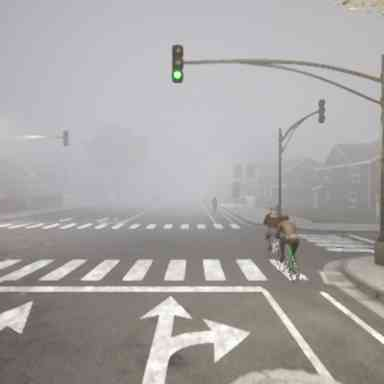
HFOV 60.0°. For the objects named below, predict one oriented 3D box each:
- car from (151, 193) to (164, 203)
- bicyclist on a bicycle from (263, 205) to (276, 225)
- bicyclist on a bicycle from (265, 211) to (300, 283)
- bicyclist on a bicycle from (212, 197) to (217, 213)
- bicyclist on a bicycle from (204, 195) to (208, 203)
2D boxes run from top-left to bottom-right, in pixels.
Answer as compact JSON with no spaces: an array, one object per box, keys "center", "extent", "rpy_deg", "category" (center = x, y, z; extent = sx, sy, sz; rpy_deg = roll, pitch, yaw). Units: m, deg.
[{"center":[-6.497,1.066,63.380],"extent":[2.097,1.767,4.553],"rpy_deg":[0,0,0],"category":"car"},{"center":[2.678,1.328,11.228],"extent":[0.659,1.776,1.843],"rpy_deg":[0,0,0],"category":"bicyclist on a bicycle"},{"center":[2.478,1.421,8.661],"extent":[0.582,1.620,1.656],"rpy_deg":[0,0,-2],"category":"bicyclist on a bicycle"},{"center":[2.252,1.317,32.688],"extent":[0.582,1.620,1.656],"rpy_deg":[0,0,0],"category":"bicyclist on a bicycle"},{"center":[2.272,1.200,53.687],"extent":[0.866,1.612,1.509],"rpy_deg":[0,0,0],"category":"bicyclist on a bicycle"}]
